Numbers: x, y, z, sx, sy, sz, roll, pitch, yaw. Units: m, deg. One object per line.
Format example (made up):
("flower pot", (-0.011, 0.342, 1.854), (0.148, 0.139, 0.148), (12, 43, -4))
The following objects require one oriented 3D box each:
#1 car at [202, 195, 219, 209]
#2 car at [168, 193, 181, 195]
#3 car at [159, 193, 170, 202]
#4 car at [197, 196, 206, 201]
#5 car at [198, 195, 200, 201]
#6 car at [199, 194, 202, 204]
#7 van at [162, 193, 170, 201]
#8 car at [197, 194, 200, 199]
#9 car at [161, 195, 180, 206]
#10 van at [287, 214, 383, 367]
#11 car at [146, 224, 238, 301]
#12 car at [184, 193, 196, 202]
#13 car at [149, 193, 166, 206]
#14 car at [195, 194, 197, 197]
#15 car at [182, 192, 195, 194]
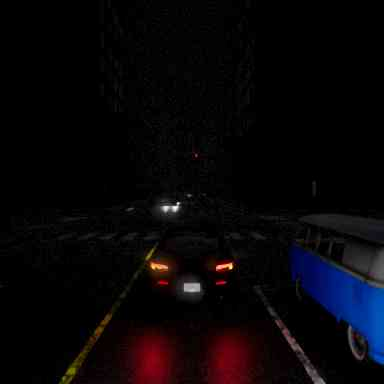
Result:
("car", (2.653, 1.490, 44.856), (1.752, 1.417, 4.829), (0, 0, -1))
("car", (-3.534, 1.487, 69.139), (1.994, 1.385, 4.181), (0, 0, -1))
("car", (-6.319, 1.234, 77.723), (2.192, 1.841, 5.009), (0, 0, -1))
("car", (2.206, 1.501, 77.839), (1.802, 1.307, 4.206), (0, 0, -1))
("car", (2.506, 1.503, 55.737), (2.008, 1.369, 4.403), (0, 0, -1))
("car", (2.580, 1.399, 50.211), (1.967, 1.590, 4.097), (0, 0, -1))
("van", (-6.391, 1.251, 83.248), (1.690, 1.788, 3.998), (0, 0, -1))
("car", (2.431, 1.510, 61.262), (1.947, 1.339, 4.313), (0, 0, -1))
("car", (-3.409, 1.555, 53.694), (1.895, 1.301, 4.718), (0, 0, -1))
("van", (2.855, 1.337, 5.497), (1.690, 1.788, 3.998), (0, 0, 0))
("car", (0.001, 1.520, 8.175), (1.812, 1.442, 4.674), (0, 0, 0))
("car", (-0.603, 1.518, 74.243), (1.895, 1.301, 4.718), (0, 0, -1))
("car", (-6.020, 1.267, 55.622), (2.192, 1.841, 5.009), (0, 0, -1))
("car", (2.281, 1.479, 72.313), (2.008, 1.369, 4.403), (0, 0, -1))
("car", (-0.737, 1.027, 84.242), (2.150, 2.045, 5.566), (0, 0, -1))
